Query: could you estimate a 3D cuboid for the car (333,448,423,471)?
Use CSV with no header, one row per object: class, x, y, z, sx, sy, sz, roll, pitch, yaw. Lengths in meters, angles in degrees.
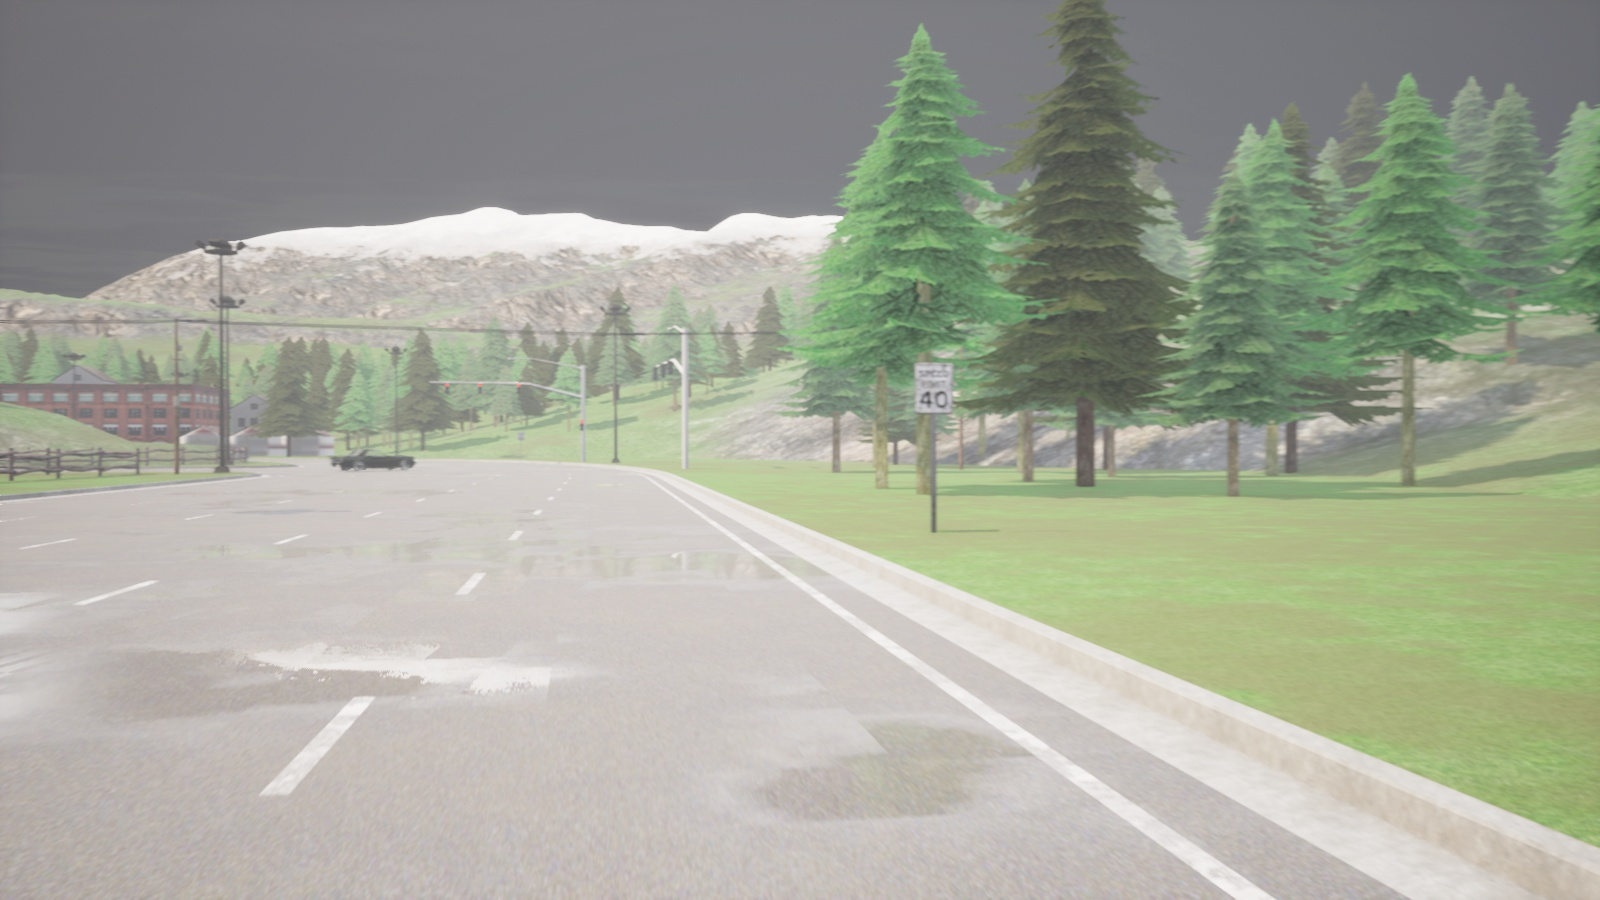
car,-24.898,0.533,74.247,1.895,1.301,4.718,0,0,45
